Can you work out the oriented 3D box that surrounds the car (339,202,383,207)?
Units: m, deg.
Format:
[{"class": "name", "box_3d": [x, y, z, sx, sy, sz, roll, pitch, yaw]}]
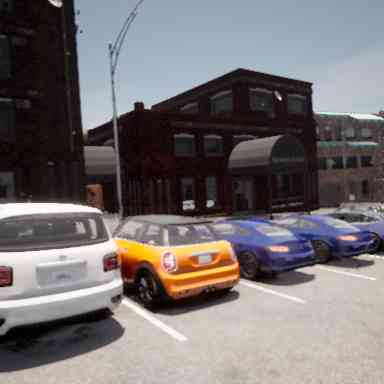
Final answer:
[{"class": "car", "box_3d": [8.656, 1.296, 15.218, 2.185, 1.767, 4.553, 0, 0, -36]}]

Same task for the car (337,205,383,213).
[{"class": "car", "box_3d": [6.266, 1.462, 13.511, 2.163, 1.488, 4.792, 0, 0, -36]}]

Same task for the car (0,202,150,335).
[{"class": "car", "box_3d": [-3.302, 1.225, 6.683, 2.435, 2.045, 5.566, 0, 0, -36]}]

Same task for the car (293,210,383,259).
[{"class": "car", "box_3d": [3.893, 1.484, 11.778, 2.002, 1.452, 4.674, 0, 0, -35]}]

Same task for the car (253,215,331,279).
[{"class": "car", "box_3d": [1.399, 1.495, 9.999, 2.002, 1.452, 4.674, 0, 0, -36]}]

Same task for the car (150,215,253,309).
[{"class": "car", "box_3d": [-0.977, 1.340, 8.269, 2.185, 1.767, 4.553, 0, 0, -36]}]
